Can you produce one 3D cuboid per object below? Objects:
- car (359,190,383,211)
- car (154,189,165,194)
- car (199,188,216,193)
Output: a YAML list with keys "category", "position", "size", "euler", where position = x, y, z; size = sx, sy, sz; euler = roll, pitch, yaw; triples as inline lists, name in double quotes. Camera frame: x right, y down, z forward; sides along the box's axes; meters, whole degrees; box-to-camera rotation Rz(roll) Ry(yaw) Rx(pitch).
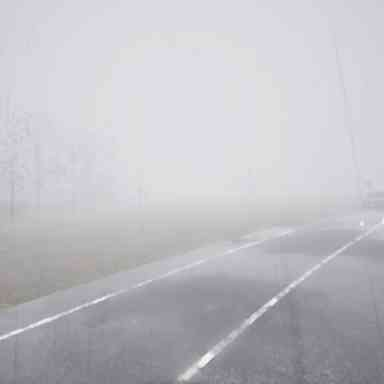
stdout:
- category: "car"
  position: [14.553, 0.656, 26.121]
  size: [1.837, 1.490, 4.892]
  euler: [-4, 0, 38]
- category: "car"
  position: [-8.521, 0.051, 85.629]
  size: [5.008, 1.535, 1.882]
  euler: [-2, 1, 38]
- category: "car"
  position: [3.258, -0.249, 76.332]
  size: [5.008, 1.535, 1.882]
  euler: [-1, 1, 38]
